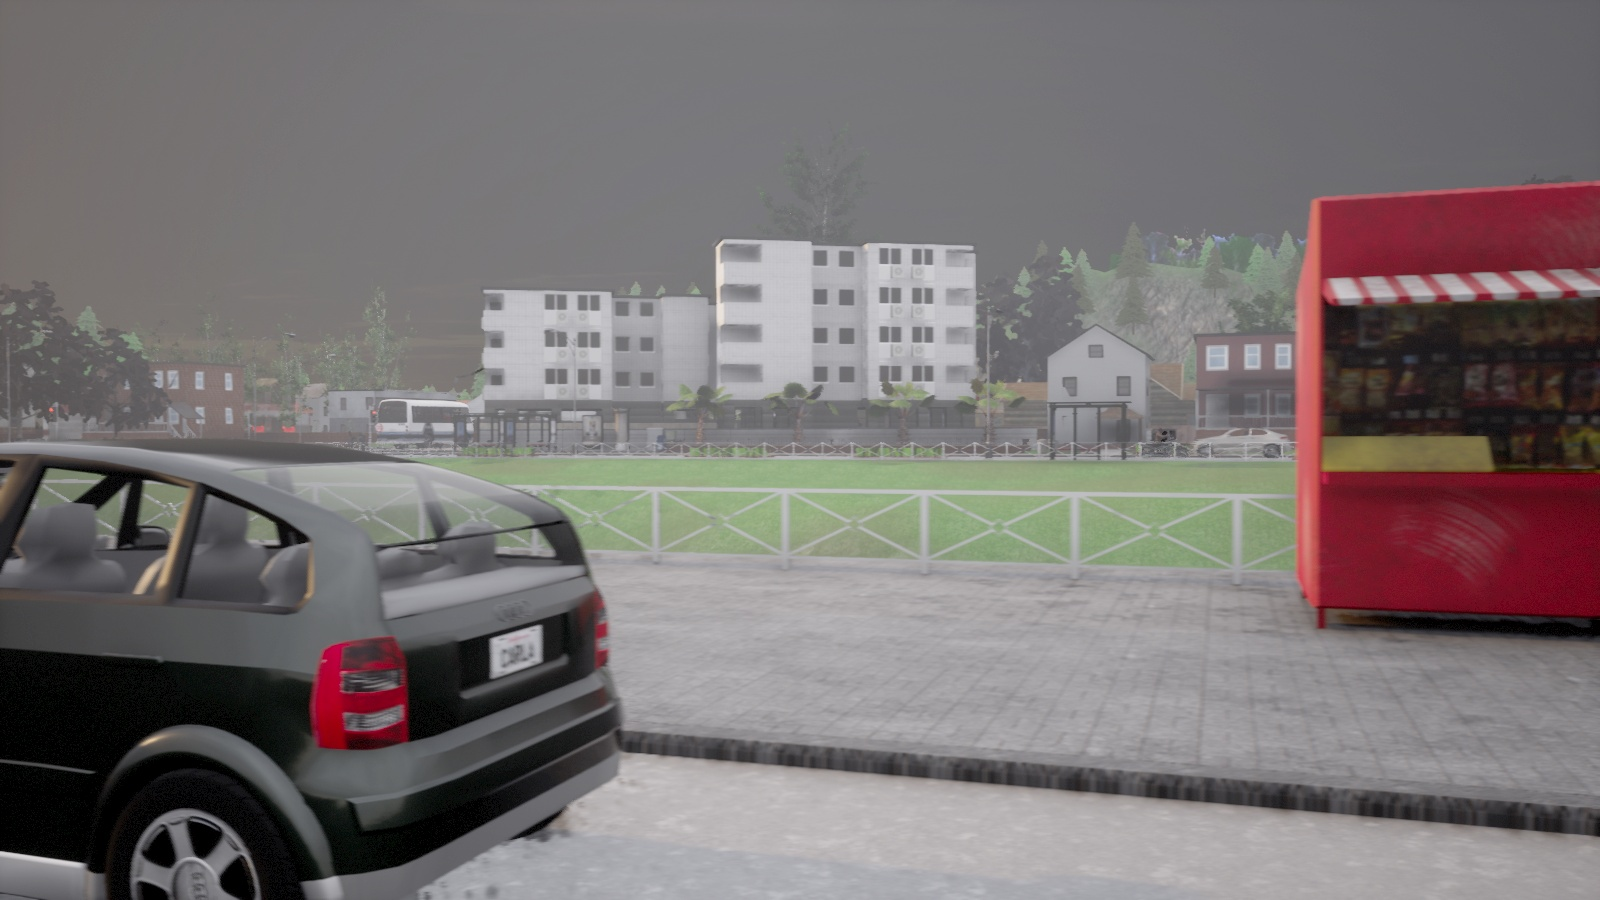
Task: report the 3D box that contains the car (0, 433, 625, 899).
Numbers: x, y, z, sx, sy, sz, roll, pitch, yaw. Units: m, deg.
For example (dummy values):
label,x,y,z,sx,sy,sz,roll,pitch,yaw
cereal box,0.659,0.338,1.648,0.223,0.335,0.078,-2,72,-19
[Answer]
label,x,y,z,sx,sy,sz,roll,pitch,yaw
car,-2.724,0.721,4.623,3.705,1.549,1.789,1,1,19

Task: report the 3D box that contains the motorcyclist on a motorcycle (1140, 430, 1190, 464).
label,x,y,z,sx,sy,sz,roll,pitch,yaw
motorcyclist on a motorcycle,18.226,-0.158,62.685,2.350,1.649,0.766,1,1,19

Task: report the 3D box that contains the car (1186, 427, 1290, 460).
label,x,y,z,sx,sy,sz,roll,pitch,yaw
car,22.745,-0.356,65.383,5.027,1.651,2.152,1,1,19
